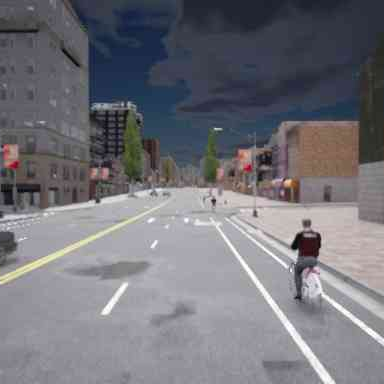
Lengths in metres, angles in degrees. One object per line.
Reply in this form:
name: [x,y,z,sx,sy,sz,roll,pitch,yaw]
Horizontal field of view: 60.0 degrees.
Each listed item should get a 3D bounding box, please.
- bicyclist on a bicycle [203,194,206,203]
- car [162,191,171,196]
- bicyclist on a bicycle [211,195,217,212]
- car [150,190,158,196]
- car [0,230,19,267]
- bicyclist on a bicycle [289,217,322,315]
bicyclist on a bicycle: [2.283,1.140,61.120,0.866,1.612,1.509,0,1,0]
car: [-6.481,0.336,85.325,2.033,1.411,5.357,0,1,0]
bicyclist on a bicycle: [2.249,1.238,34.541,0.659,1.776,1.843,-1,2,0]
car: [-9.731,0.297,85.325,1.837,1.490,4.892,0,1,0]
car: [-6.598,1.559,8.557,2.033,1.411,5.357,0,0,0]
bicyclist on a bicycle: [2.251,1.380,6.726,0.659,1.776,1.843,0,0,0]
